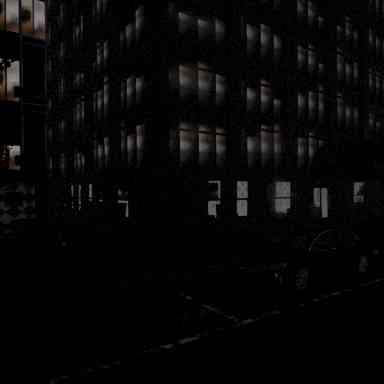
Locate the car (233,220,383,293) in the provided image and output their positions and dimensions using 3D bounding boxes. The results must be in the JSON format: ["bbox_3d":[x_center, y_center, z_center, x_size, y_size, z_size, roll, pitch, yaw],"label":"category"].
[{"bbox_3d":[3.023,1.549,8.719,4.403,1.369,2.008,0,-1,-35],"label":"car"}]
